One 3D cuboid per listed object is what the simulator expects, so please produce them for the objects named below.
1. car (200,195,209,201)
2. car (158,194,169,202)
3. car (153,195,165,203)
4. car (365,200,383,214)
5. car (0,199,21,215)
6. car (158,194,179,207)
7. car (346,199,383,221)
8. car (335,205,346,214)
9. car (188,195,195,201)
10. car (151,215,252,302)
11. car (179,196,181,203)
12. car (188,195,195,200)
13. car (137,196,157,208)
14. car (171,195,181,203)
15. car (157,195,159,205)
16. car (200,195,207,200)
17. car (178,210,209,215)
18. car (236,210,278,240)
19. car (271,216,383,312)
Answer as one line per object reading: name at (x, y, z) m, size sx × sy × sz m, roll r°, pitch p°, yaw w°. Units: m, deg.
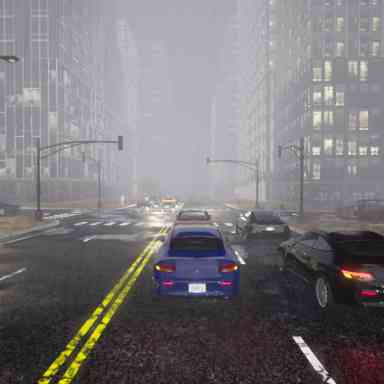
car at (3.131, 1.519, 80.461) m, size 1.895 × 1.301 × 4.718 m, roll 0°, pitch 0°, yaw 0°
car at (-6.614, 1.285, 76.818) m, size 2.097 × 1.767 × 4.553 m, roll 0°, pitch 0°, yaw 0°
car at (-6.623, 1.448, 66.893) m, size 1.837 × 1.490 × 4.892 m, roll 0°, pitch 0°, yaw 0°
car at (21.757, 1.643, 36.178) m, size 4.829 × 1.417 × 1.752 m, roll 1°, pitch 0°, yaw 1°
car at (-18.506, 1.358, 30.974) m, size 4.892 × 1.490 × 1.837 m, roll 1°, pitch 1°, yaw 2°
car at (-3.416, 1.442, 49.199) m, size 1.882 × 1.535 × 5.008 m, roll 0°, pitch 0°, yaw 0°
car at (16.161, 1.520, 27.883) m, size 5.009 × 1.841 × 2.192 m, roll 1°, pitch 0°, yaw 1°
car at (16.744, 1.680, 33.661) m, size 4.181 × 1.385 × 1.994 m, roll 1°, pitch 1°, yaw 1°
car at (-0.117, 1.466, 78.940) m, size 2.033 × 1.411 × 5.357 m, roll 0°, pitch 0°, yaw 0°
car at (0.089, 1.522, 8.149) m, size 1.812 × 1.442 × 4.674 m, roll 0°, pitch 0°, yaw 0°
car at (-3.414, 1.554, 58.578) m, size 1.895 × 1.301 × 4.718 m, roll 0°, pitch 0°, yaw 0°
car at (-0.132, 1.505, 89.096) m, size 1.895 × 1.301 × 4.718 m, roll 0°, pitch 0°, yaw 0°
car at (-6.668, 1.513, 47.801) m, size 2.033 × 1.411 × 5.357 m, roll 0°, pitch 0°, yaw 0°
car at (-3.353, 1.418, 69.106) m, size 1.882 × 1.535 × 5.008 m, roll 0°, pitch 0°, yaw 0°
car at (-6.666, 1.460, 57.539) m, size 1.837 × 1.490 × 4.892 m, roll 0°, pitch 0°, yaw 0°
car at (3.115, 1.460, 90.632) m, size 1.994 × 1.385 × 4.181 m, roll 0°, pitch 0°, yaw 0°
car at (0.076, 1.591, 17.425) m, size 1.895 × 1.301 × 4.718 m, roll 0°, pitch 0°, yaw 0°
car at (3.331, 1.555, 16.292) m, size 1.994 × 1.385 × 4.181 m, roll 0°, pitch 0°, yaw -1°
car at (3.340, 1.522, 7.571) m, size 1.812 × 1.442 × 4.674 m, roll 0°, pitch 0°, yaw 0°
